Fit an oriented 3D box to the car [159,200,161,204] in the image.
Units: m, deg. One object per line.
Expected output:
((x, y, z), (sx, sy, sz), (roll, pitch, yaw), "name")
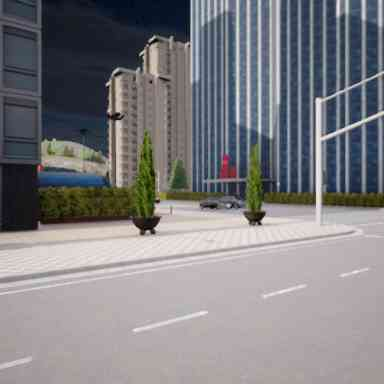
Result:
((-7.525, 1.560, 60.740), (1.895, 1.301, 4.718), (0, 0, -36), "car")

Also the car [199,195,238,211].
((2.818, 1.455, 40.323), (2.128, 1.511, 4.902), (0, 0, -36), "car")

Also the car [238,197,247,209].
((5.389, 1.311, 42.742), (2.097, 1.767, 4.553), (0, 0, -36), "car")
